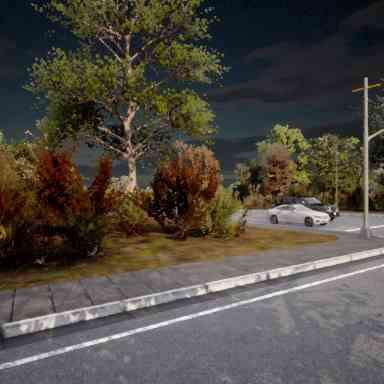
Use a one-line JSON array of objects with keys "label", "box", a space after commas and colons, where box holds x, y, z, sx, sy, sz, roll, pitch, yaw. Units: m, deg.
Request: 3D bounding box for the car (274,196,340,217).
[{"label": "car", "box": [9.110, 1.316, 27.273, 2.150, 2.045, 5.566, 0, -1, -37]}]

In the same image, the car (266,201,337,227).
[{"label": "car", "box": [7.426, 1.600, 23.680, 1.812, 1.442, 4.674, 0, -1, -38]}]
